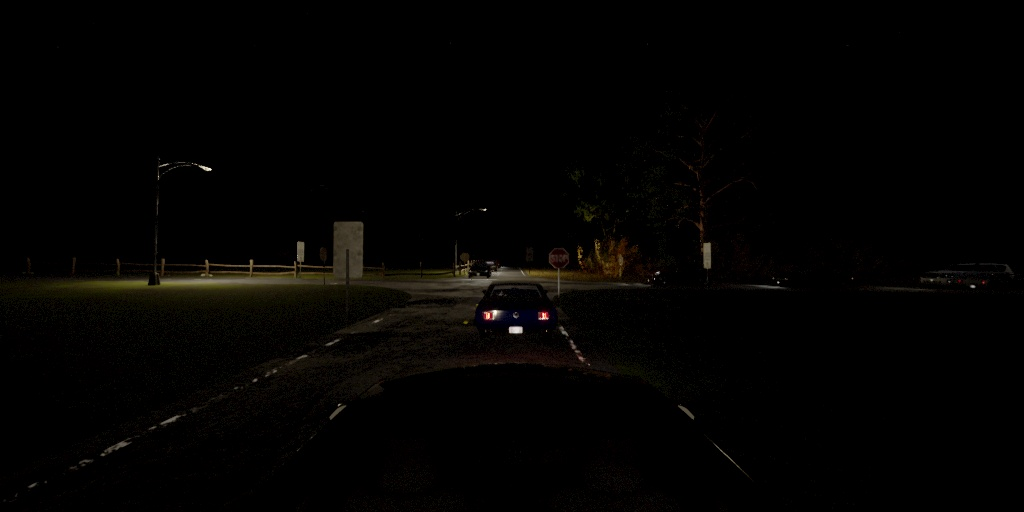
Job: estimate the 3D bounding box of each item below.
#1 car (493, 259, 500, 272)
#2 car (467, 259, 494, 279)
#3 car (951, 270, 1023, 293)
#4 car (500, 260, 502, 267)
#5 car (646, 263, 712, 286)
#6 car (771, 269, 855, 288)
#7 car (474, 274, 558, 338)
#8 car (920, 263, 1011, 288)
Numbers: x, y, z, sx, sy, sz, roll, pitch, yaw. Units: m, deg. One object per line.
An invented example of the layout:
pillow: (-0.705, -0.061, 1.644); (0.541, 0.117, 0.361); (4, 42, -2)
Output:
car: (-2.926, 1.347, 46.098); (1.994, 1.385, 4.181); (0, 0, 0)
car: (-2.909, 1.294, 33.016); (1.812, 1.442, 4.674); (0, 0, 0)
car: (34.212, 1.869, 24.921); (4.718, 1.301, 1.895); (1, -1, 0)
car: (-2.911, 1.282, 59.329); (1.882, 1.535, 5.008); (0, 0, 0)
car: (12.819, 1.350, 27.742); (4.553, 1.767, 2.097); (1, -1, 1)
car: (23.267, 1.700, 27.774); (5.357, 1.411, 2.033); (1, -1, 0)
car: (0.088, 1.354, 10.166); (1.895, 1.301, 4.718); (0, 0, 0)
car: (35.360, 1.557, 27.874); (5.566, 2.045, 2.150); (1, -1, 0)
